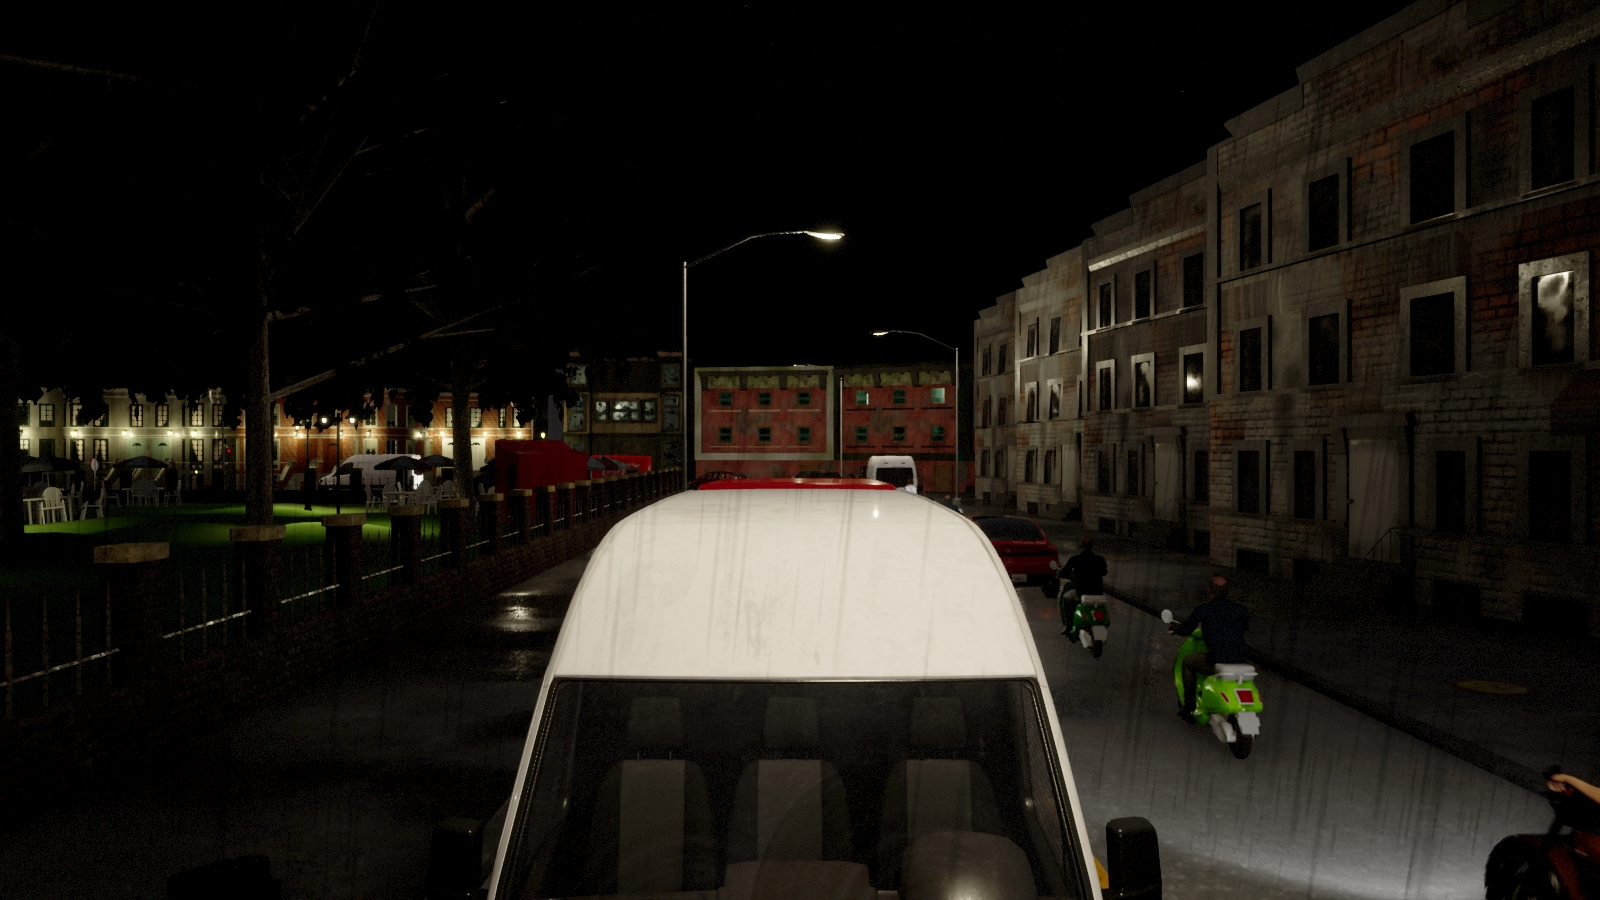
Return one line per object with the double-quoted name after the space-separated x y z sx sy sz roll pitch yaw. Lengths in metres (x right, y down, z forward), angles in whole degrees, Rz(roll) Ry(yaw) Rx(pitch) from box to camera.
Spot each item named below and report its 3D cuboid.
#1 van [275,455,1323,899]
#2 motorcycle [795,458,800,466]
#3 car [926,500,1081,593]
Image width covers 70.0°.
-0.006 1.314 5.127 1.988 2.561 5.915 0 0 0 "van"
-0.384 1.962 183.190 0.856 1.236 1.805 0 0 0 "motorcycle"
3.934 1.841 22.986 2.231 1.480 4.892 0 0 0 "car"
